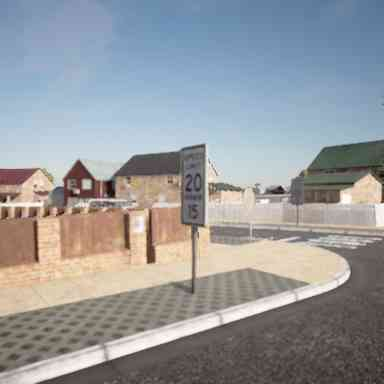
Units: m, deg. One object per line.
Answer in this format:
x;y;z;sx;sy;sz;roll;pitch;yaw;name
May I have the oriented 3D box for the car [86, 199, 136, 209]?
-5.560;1.513;24.201;5.566;2.045;2.150;-1;-2;39;car
